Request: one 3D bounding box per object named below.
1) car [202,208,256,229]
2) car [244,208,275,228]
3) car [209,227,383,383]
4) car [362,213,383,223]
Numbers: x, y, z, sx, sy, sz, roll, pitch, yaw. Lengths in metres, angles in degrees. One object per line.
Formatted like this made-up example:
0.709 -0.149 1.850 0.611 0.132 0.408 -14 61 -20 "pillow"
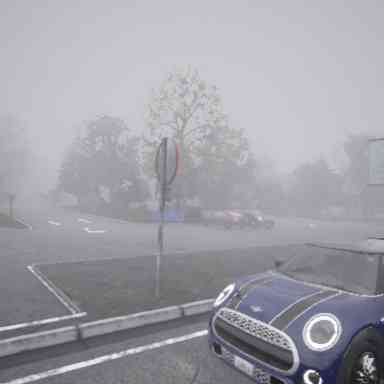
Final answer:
2.793 2.316 28.440 2.002 1.452 4.674 3 -2 -36 "car"
5.344 2.295 30.330 2.185 1.767 4.553 3 -2 -35 "car"
2.468 1.574 5.306 4.553 1.767 2.097 3 -2 -35 "car"
25.219 3.580 44.315 2.002 1.452 4.674 3 -2 -35 "car"
